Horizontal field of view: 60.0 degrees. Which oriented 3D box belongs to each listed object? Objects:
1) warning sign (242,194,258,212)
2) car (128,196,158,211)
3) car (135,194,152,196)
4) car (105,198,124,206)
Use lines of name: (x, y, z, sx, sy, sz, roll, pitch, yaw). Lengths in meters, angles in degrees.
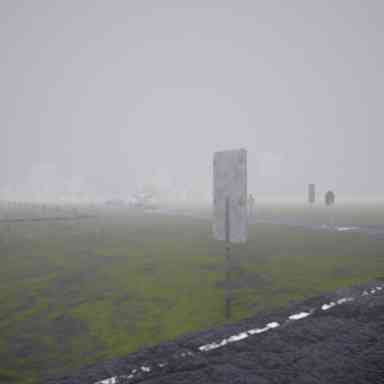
warning sign: (6.125, 1.172, 35.127, 1.300, 1.860, 1.060, 0, 0, -35)
car: (-6.230, 1.607, 43.529, 1.837, 1.490, 4.892, 0, 0, -35)
car: (-7.760, 1.344, 50.718, 2.150, 2.045, 5.566, 0, 0, -34)
car: (-13.874, 1.706, 59.365, 2.033, 1.411, 5.357, 0, 0, -35)
